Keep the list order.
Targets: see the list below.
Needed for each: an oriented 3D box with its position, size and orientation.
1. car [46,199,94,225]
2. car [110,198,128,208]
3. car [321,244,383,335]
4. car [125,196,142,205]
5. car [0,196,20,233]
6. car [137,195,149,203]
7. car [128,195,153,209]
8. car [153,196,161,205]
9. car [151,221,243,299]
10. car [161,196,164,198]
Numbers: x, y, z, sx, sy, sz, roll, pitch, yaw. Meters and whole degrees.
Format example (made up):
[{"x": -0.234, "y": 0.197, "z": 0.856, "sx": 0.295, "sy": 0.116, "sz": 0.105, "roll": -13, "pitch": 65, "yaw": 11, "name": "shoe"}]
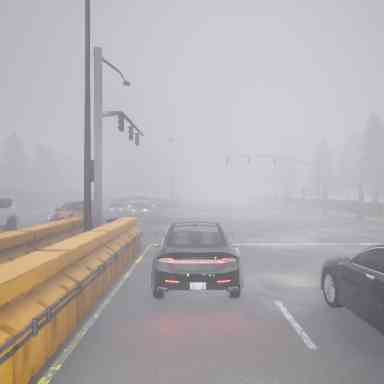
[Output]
[{"x": -7.116, "y": 1.352, "z": 20.395, "sx": 2.097, "sy": 1.767, "sz": 4.553, "roll": 0, "pitch": 0, "yaw": 0, "name": "car"}, {"x": -10.634, "y": 1.547, "z": 49.263, "sx": 2.033, "sy": 1.411, "sz": 5.357, "roll": 0, "pitch": 0, "yaw": 0, "name": "car"}, {"x": 3.597, "y": 1.505, "z": 5.049, "sx": 1.837, "sy": 1.490, "sz": 4.892, "roll": 0, "pitch": 0, "yaw": 0, "name": "car"}, {"x": -10.617, "y": 1.492, "z": 60.422, "sx": 2.128, "sy": 1.511, "sz": 4.902, "roll": 0, "pitch": 0, "yaw": 0, "name": "car"}, {"x": -10.613, "y": 1.222, "z": 16.163, "sx": 2.150, "sy": 2.045, "sz": 5.566, "roll": 0, "pitch": 0, "yaw": 0, "name": "car"}, {"x": -10.554, "y": 1.478, "z": 71.638, "sx": 1.882, "sy": 1.535, "sz": 5.008, "roll": 0, "pitch": 0, "yaw": 0, "name": "car"}, {"x": -7.133, "y": 1.352, "z": 46.573, "sx": 2.097, "sy": 1.767, "sz": 4.553, "roll": 0, "pitch": 0, "yaw": 0, "name": "car"}, {"x": -7.125, "y": 1.547, "z": 58.554, "sx": 2.033, "sy": 1.411, "sz": 5.357, "roll": 0, "pitch": 0, "yaw": 0, "name": "car"}, {"x": 0.078, "y": 1.492, "z": 8.463, "sx": 2.128, "sy": 1.511, "sz": 4.902, "roll": 0, "pitch": 0, "yaw": -1, "name": "car"}, {"x": -7.054, "y": 1.524, "z": 72.615, "sx": 1.812, "sy": 1.442, "sz": 4.674, "roll": 0, "pitch": 0, "yaw": 0, "name": "car"}]
